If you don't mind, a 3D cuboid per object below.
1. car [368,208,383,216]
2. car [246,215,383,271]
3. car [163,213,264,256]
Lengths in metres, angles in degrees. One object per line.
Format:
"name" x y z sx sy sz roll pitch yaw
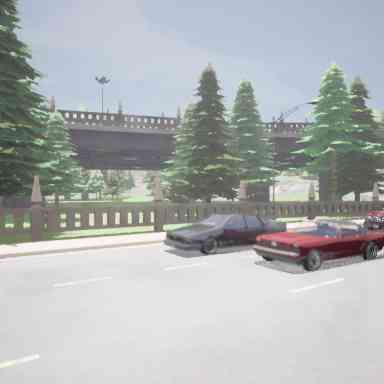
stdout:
"car" 12.339 1.352 19.374 4.553 1.767 2.097 0 0 -22
"car" 4.264 1.601 10.918 4.718 1.301 1.895 0 0 -32
"car" 1.560 1.547 13.356 5.357 1.411 2.033 0 0 -33
